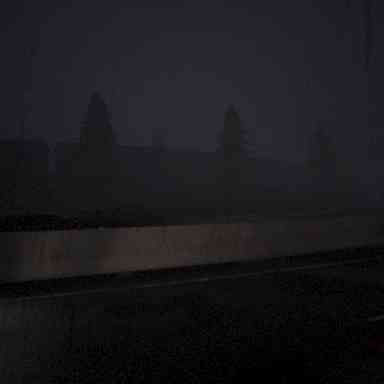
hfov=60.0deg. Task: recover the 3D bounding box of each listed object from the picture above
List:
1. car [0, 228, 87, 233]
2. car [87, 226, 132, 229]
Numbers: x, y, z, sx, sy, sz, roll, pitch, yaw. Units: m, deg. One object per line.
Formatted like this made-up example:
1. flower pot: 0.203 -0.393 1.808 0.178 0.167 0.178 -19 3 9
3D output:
1. car: -6.408 1.468 11.693 4.892 1.490 1.837 0 0 -20
2. car: -5.370 1.537 15.771 4.718 1.301 1.895 0 0 -21
